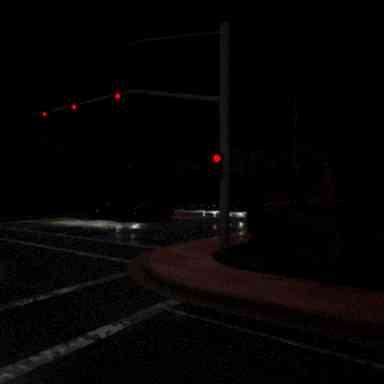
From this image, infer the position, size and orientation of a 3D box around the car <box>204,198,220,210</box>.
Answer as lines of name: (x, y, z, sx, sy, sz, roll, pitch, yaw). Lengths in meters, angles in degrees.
car: (3.390, 1.552, 41.859, 1.837, 1.490, 4.892, 0, 0, 35)

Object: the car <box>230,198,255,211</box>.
car: (6.241, 1.554, 39.828, 1.837, 1.490, 4.892, 0, 0, 35)

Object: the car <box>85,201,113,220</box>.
car: (-6.593, 1.465, 28.008, 1.882, 1.535, 5.008, 0, 0, 36)

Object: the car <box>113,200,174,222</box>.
car: (-3.507, 1.468, 26.308, 1.882, 1.535, 5.008, 0, 0, 36)
